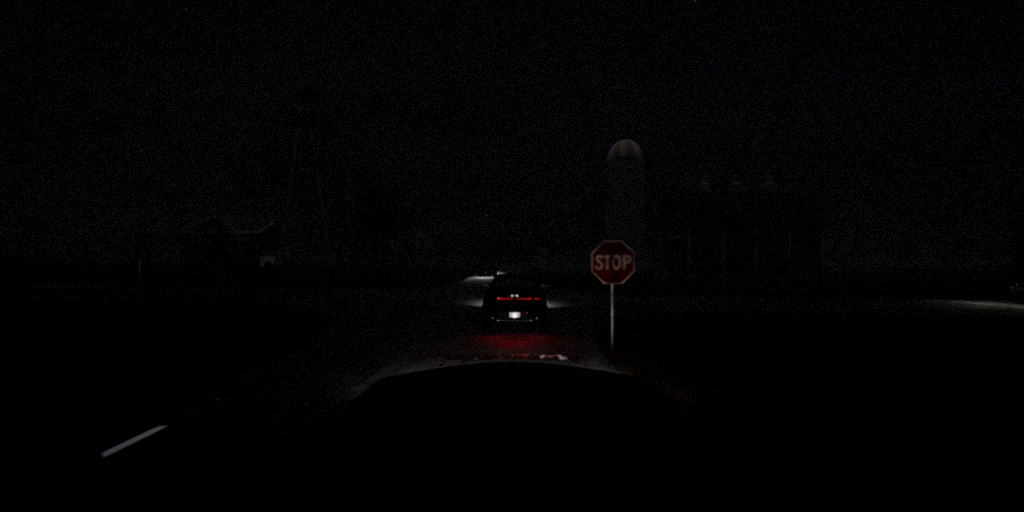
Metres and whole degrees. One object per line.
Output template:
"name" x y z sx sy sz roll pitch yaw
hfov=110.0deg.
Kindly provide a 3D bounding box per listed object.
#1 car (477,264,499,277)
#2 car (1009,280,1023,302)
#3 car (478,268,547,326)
"car" -2.825 1.648 40.995 1.994 1.385 4.181 0 -1 0
"car" 30.349 1.515 19.078 5.566 2.045 2.150 0 -1 0
"car" 0.088 1.334 11.965 1.837 1.490 4.892 0 0 0
